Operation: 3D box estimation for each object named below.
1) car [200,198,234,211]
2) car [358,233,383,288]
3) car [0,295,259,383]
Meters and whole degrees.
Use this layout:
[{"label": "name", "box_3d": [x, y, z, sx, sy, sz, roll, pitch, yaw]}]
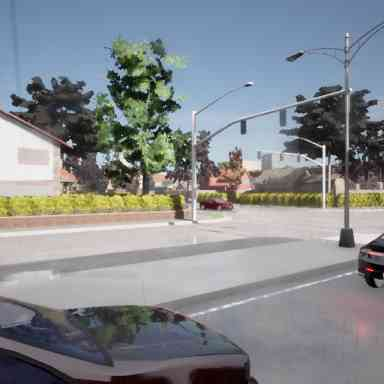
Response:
[{"label": "car", "box_3d": [2.950, 1.478, 40.288, 1.882, 1.535, 5.008, 0, 0, -36]}, {"label": "car", "box_3d": [5.935, 1.492, 8.018, 4.902, 1.511, 2.128, 0, 0, -35]}, {"label": "car", "box_3d": [-1.984, 1.547, 2.333, 5.357, 1.411, 2.033, 0, 0, -35]}]
